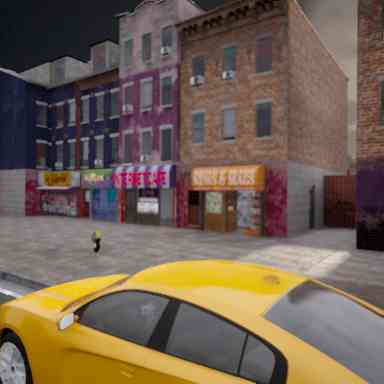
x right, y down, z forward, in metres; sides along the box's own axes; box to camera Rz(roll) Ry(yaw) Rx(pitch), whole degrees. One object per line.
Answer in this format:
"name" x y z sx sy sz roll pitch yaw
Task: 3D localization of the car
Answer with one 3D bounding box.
"car" -0.019 1.450 3.278 5.008 1.535 1.882 1 1 35
